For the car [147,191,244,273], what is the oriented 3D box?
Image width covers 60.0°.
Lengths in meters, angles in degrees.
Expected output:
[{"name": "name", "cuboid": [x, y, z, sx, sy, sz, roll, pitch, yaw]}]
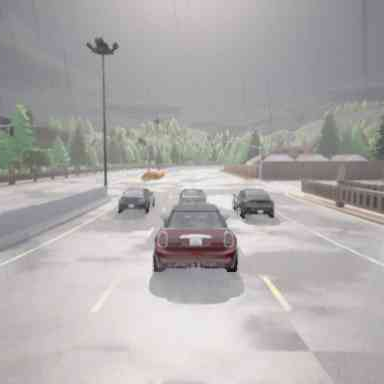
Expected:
[{"name": "car", "cuboid": [0.084, 1.074, 9.918, 2.097, 1.767, 4.553, 0, 3, 0]}]

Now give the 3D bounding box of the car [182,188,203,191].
[{"name": "car", "cuboid": [0.036, 0.459, 21.119, 2.033, 1.411, 5.357, 0, 5, 0]}]

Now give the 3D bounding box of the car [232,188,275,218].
[{"name": "car", "cuboid": [3.542, 0.551, 19.642, 1.837, 1.490, 4.892, 0, 5, 0]}]

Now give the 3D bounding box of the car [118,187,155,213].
[{"name": "car", "cuboid": [-3.465, 0.430, 21.203, 1.812, 1.442, 4.674, 0, 5, 0]}]
